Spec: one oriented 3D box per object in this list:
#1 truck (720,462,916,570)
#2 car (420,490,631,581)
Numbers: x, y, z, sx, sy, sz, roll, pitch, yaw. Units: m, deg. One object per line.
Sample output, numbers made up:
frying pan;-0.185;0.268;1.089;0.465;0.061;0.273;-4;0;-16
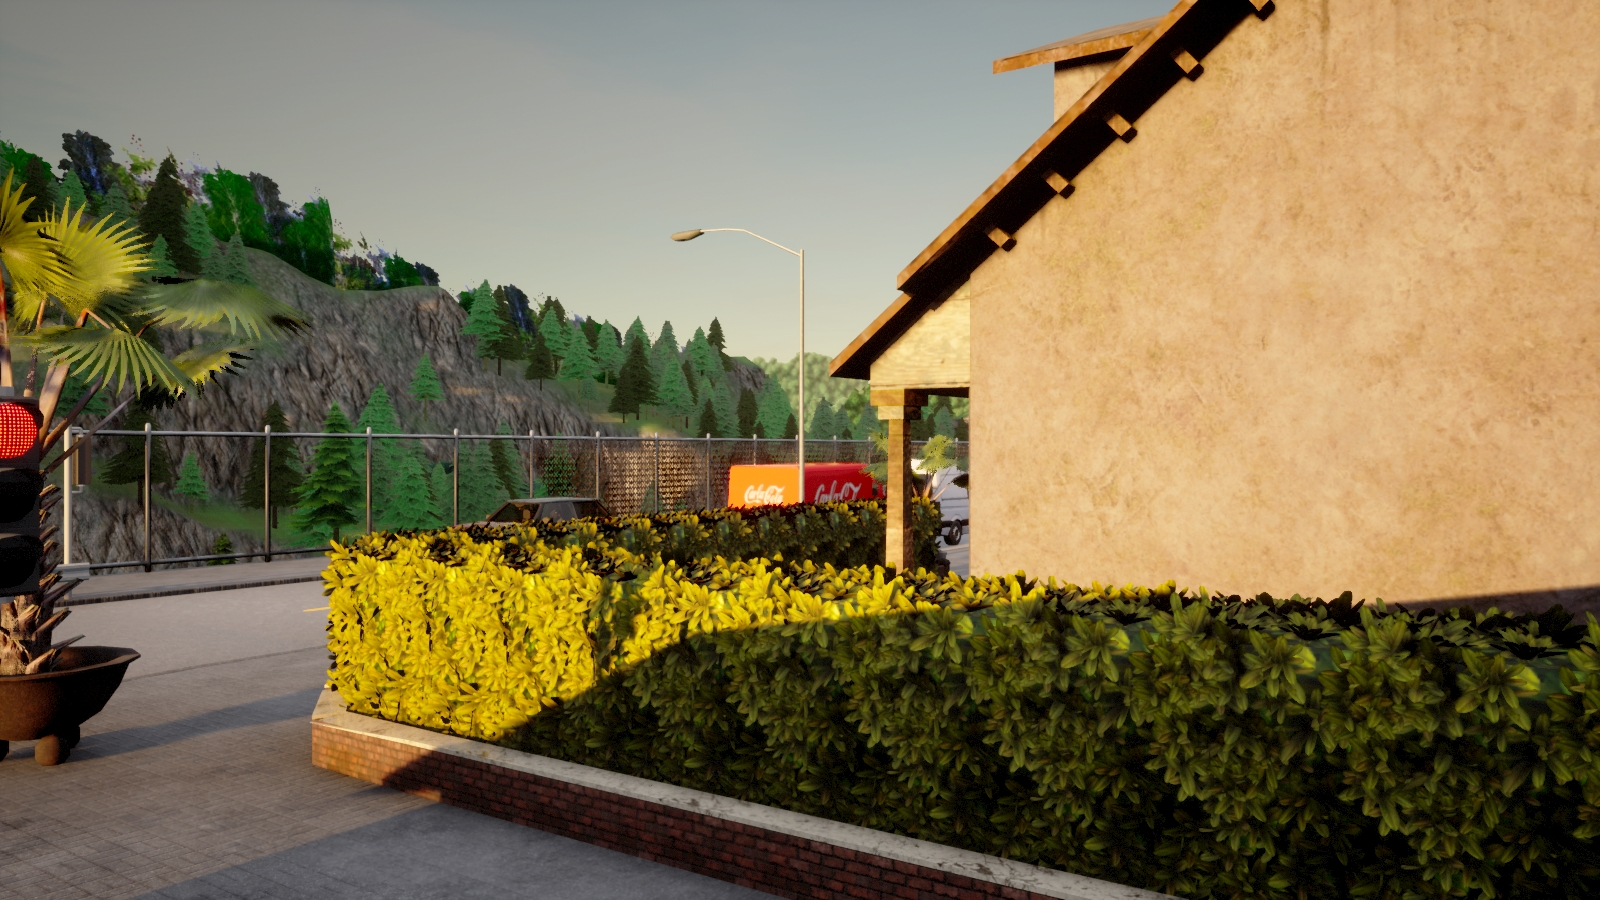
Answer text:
truck;0.584;1.568;29.600;2.627;2.467;5.204;0;0;35
car;-6.312;1.906;26.765;2.097;1.767;4.553;0;0;35
